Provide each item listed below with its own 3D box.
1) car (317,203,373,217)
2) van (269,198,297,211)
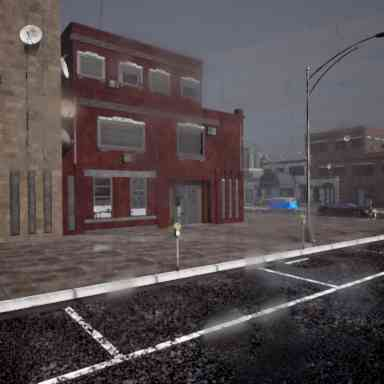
[{"bbox_3d":[15.684,1.792,34.179,2.033,1.411,5.357,-1,0,-37],"label":"car"},{"bbox_3d":[12.875,1.705,47.255,1.690,1.788,3.998,-2,0,-38],"label":"van"}]
